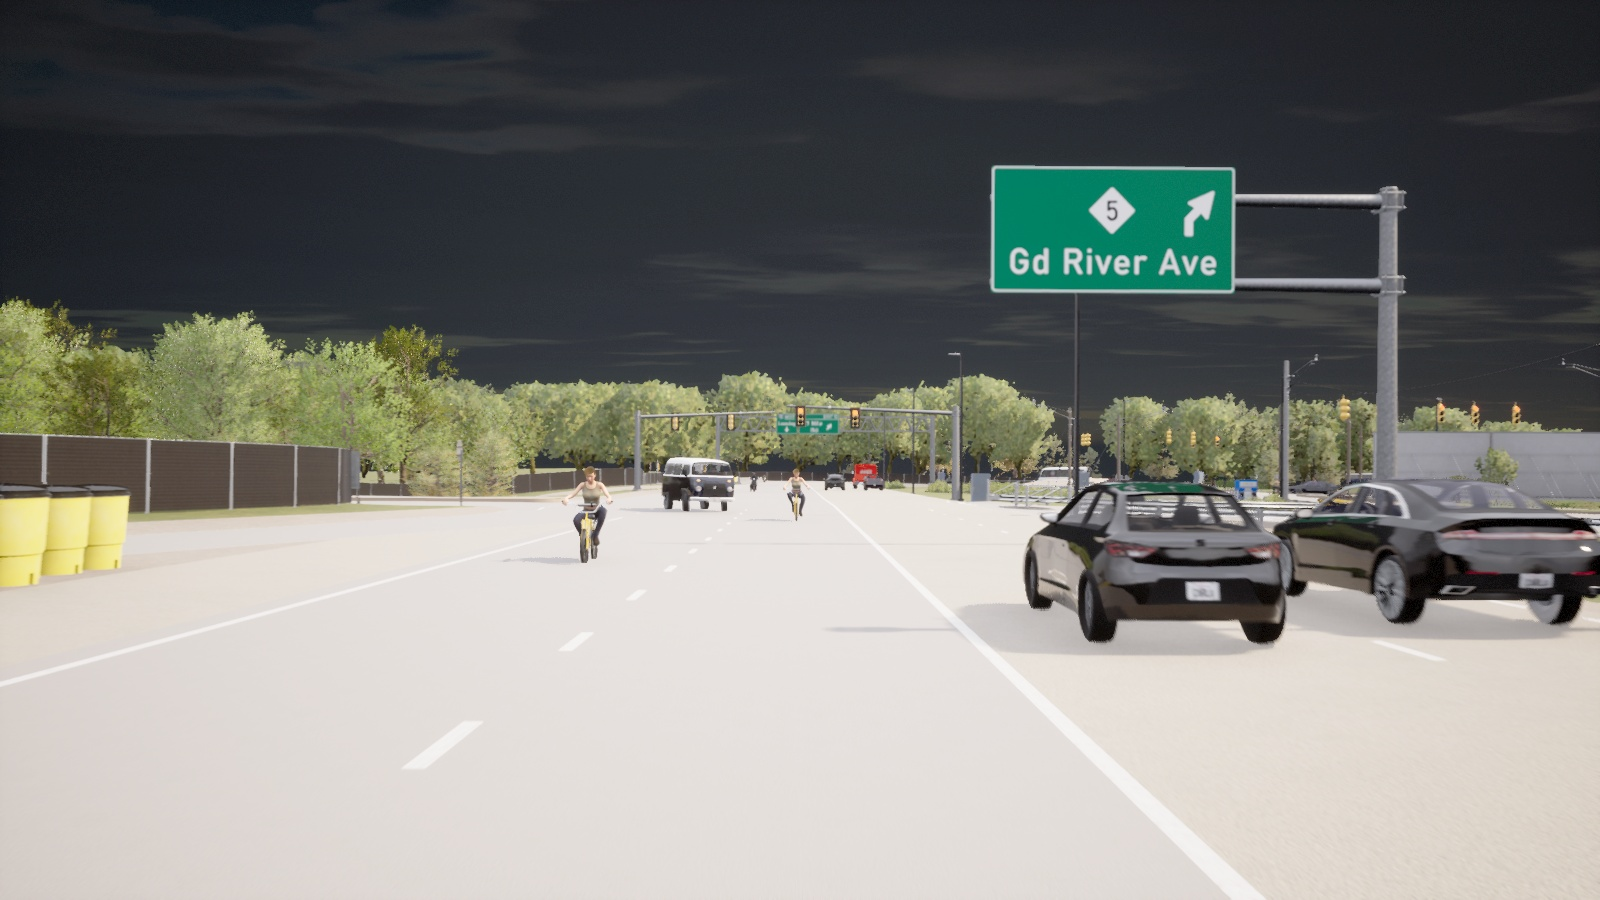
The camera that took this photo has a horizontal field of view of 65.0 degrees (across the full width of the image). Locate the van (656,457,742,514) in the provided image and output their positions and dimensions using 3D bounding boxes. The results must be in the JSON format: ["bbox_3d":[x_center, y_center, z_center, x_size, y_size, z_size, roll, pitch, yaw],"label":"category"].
[{"bbox_3d":[-3.933,1.338,48.015,2.069,2.038,4.480,1,-1,-21],"label":"van"}]

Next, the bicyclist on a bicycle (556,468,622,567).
[{"bbox_3d":[-3.550,1.110,21.209,0.866,1.612,1.509,0,-1,0],"label":"bicyclist on a bicycle"}]

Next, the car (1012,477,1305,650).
[{"bbox_3d":[3.469,1.026,13.003,1.816,1.474,4.193,0,-1,0],"label":"car"}]

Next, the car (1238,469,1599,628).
[{"bbox_3d":[6.966,0.977,14.447,2.128,1.511,4.902,0,-1,0],"label":"car"}]
